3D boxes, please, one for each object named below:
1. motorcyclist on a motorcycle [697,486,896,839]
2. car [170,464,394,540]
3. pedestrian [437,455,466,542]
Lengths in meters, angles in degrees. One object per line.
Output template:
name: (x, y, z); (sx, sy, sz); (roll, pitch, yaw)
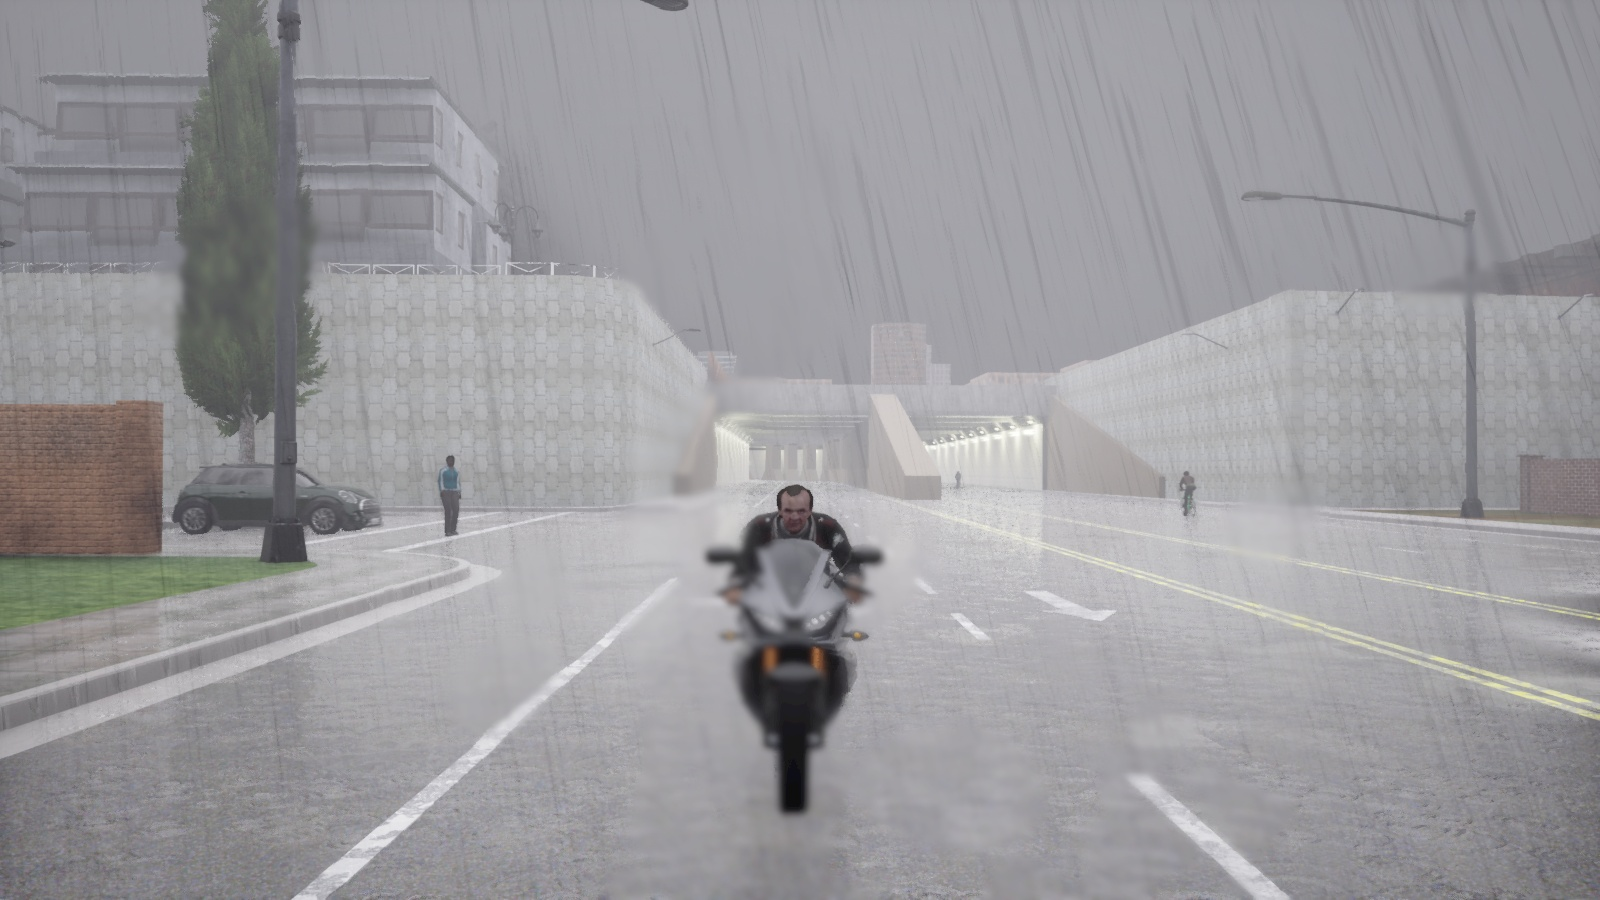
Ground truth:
motorcyclist on a motorcycle: (-0.020, 0.961, 6.604); (0.866, 1.530, 2.191); (0, -2, 0)
car: (-12.437, 1.232, 30.409); (4.553, 1.767, 2.097); (0, -1, -1)
pedestrian: (-7.855, 1.091, 28.297); (0.396, 1.930, 0.692); (1, -1, -39)
